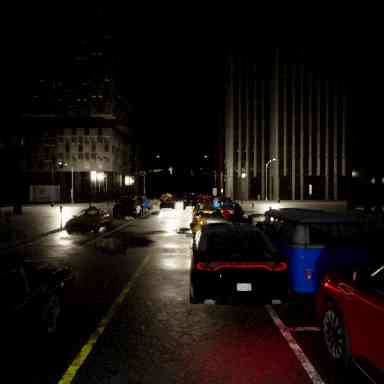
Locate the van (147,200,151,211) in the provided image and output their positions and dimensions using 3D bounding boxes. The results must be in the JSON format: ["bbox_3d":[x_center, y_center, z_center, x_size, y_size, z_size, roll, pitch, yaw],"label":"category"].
[{"bbox_3d":[-5.804,1.340,35.862,1.690,1.788,3.998,0,0,0],"label":"van"}]

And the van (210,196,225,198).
[{"bbox_3d":[2.732,1.340,30.332,1.690,1.788,3.998,0,0,0],"label":"van"}]

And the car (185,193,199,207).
[{"bbox_3d":[-0.053,1.237,53.593,2.150,2.045,5.566,0,0,0],"label":"car"}]

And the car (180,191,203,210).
[{"bbox_3d":[-0.040,1.222,43.220,2.150,2.045,5.566,0,0,0],"label":"car"}]

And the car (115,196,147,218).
[{"bbox_3d":[-5.800,1.314,30.337,2.192,1.841,5.009,0,0,0],"label":"car"}]

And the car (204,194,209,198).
[{"bbox_3d":[2.725,1.314,35.858,2.192,1.841,5.009,0,0,0],"label":"car"}]

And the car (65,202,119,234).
[{"bbox_3d":[-5.790,1.524,19.117,1.752,1.417,4.829,0,0,0],"label":"car"}]

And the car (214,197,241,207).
[{"bbox_3d":[2.739,1.439,24.807,1.967,1.590,4.097,0,0,0],"label":"car"}]

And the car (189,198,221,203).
[{"bbox_3d":[0.875,1.454,24.359,1.801,1.575,5.366,0,0,0],"label":"car"}]

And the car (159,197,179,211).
[{"bbox_3d":[-3.041,1.601,41.736,1.895,1.301,4.718,0,0,0],"label":"car"}]

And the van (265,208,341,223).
[{"bbox_3d":[2.758,1.341,8.230,1.690,1.788,3.998,0,0,0],"label":"van"}]

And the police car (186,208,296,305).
[{"bbox_3d":[0.890,1.425,8.280,1.930,1.638,5.238,0,0,0],"label":"police car"}]

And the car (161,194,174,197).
[{"bbox_3d":[-5.840,1.336,73.951,2.192,1.841,5.009,0,0,0],"label":"car"}]

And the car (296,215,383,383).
[{"bbox_3d":[2.764,1.315,2.705,2.192,1.841,5.009,0,0,0],"label":"car"}]

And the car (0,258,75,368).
[{"bbox_3d":[-3.106,1.600,3.957,1.895,1.301,4.718,0,0,0],"label":"car"}]

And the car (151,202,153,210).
[{"bbox_3d":[-5.808,1.525,41.216,1.752,1.417,4.829,0,0,0],"label":"car"}]

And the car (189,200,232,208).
[{"bbox_3d":[0.881,1.454,18.360,1.801,1.575,5.366,0,0,0],"label":"car"}]
